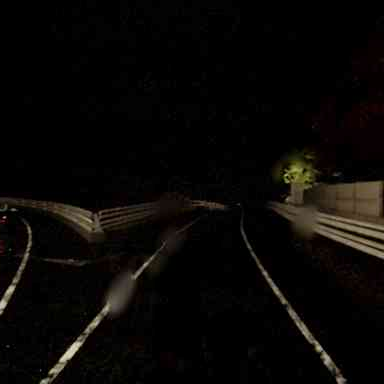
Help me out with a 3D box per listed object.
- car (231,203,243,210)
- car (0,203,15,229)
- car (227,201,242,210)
[{"bbox_3d":[8.871,2.913,65.511,1.895,1.301,4.718,0,-4,11],"label":"car"},{"bbox_3d":[-12.098,1.447,20.492,1.837,1.490,4.892,1,0,-29],"label":"car"},{"bbox_3d":[7.026,2.282,55.658,1.994,1.385,4.181,0,-3,10],"label":"car"}]
